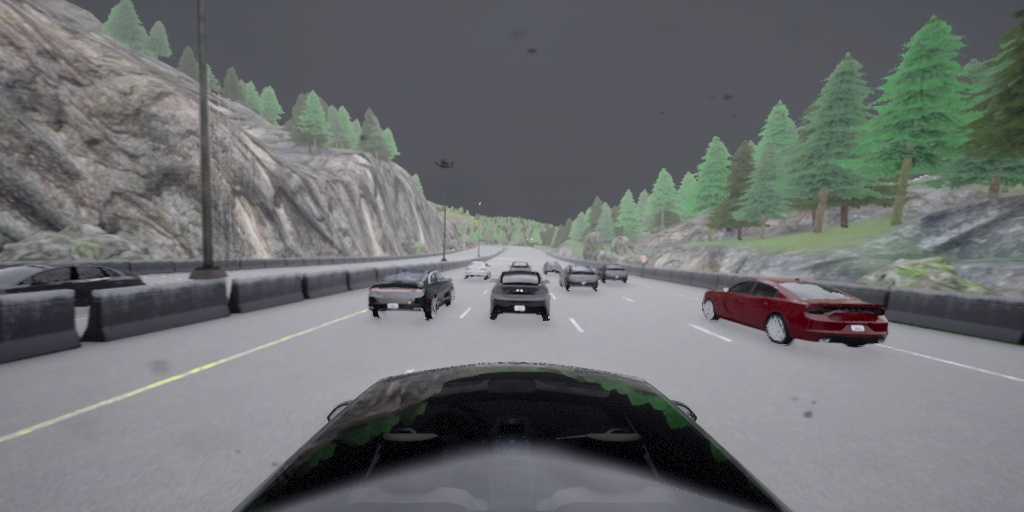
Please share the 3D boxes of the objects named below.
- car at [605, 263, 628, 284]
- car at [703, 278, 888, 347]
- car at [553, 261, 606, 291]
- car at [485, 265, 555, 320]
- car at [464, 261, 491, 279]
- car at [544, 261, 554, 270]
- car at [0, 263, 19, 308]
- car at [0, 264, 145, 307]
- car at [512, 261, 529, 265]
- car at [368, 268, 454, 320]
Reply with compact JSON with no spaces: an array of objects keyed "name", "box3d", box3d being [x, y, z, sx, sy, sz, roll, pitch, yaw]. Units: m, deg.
[{"name":"car","box3d":[7.634,1.322,28.235,2.128,1.511,4.902,1,0,1]},{"name":"car","box3d":[7.217,1.336,9.894,1.882,1.535,5.008,1,0,1]},{"name":"car","box3d":[3.993,1.273,22.055,2.128,1.511,4.902,1,0,1]},{"name":"car","box3d":[0.278,1.238,12.623,1.837,1.490,4.892,1,0,1]},{"name":"car","box3d":[-2.819,1.172,30.370,1.812,1.442,4.674,1,0,1]},{"name":"car","box3d":[4.396,1.300,39.780,2.033,1.411,5.357,1,0,1]},{"name":"car","box3d":[-17.491,0.958,9.704,1.812,1.442,4.674,1,0,1]},{"name":"car","box3d":[-13.969,0.997,10.638,1.837,1.490,4.892,1,0,1]},{"name":"car","box3d":[0.695,1.197,30.981,2.128,1.511,4.902,1,0,1]},{"name":"car","box3d":[-3.230,1.165,12.321,2.128,1.511,4.902,1,0,1]}]
